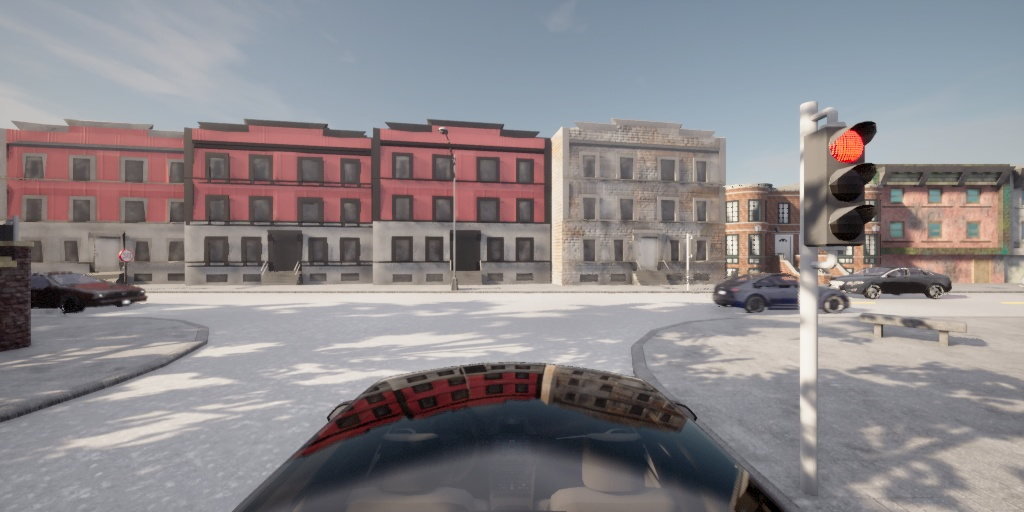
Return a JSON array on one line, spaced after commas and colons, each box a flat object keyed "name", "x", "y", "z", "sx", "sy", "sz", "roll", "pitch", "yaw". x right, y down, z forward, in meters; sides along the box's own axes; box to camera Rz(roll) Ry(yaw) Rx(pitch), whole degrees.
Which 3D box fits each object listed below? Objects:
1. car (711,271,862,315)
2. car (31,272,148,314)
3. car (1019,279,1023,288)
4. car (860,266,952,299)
[{"name": "car", "x": 9.708, "y": 1.314, "z": 13.162, "sx": 4.181, "sy": 1.385, "sz": 1.994, "roll": 0, "pitch": 0, "yaw": 0}, {"name": "car", "x": -16.802, "y": 1.297, "z": 13.144, "sx": 5.357, "sy": 1.411, "sz": 2.033, "roll": 0, "pitch": 0, "yaw": 0}, {"name": "car", "x": 28.051, "y": 1.351, "z": 17.361, "sx": 4.718, "sy": 1.301, "sz": 1.895, "roll": 0, "pitch": 0, "yaw": 0}, {"name": "car", "x": 18.123, "y": 1.242, "z": 17.366, "sx": 4.902, "sy": 1.511, "sz": 2.128, "roll": 0, "pitch": 0, "yaw": 0}]
